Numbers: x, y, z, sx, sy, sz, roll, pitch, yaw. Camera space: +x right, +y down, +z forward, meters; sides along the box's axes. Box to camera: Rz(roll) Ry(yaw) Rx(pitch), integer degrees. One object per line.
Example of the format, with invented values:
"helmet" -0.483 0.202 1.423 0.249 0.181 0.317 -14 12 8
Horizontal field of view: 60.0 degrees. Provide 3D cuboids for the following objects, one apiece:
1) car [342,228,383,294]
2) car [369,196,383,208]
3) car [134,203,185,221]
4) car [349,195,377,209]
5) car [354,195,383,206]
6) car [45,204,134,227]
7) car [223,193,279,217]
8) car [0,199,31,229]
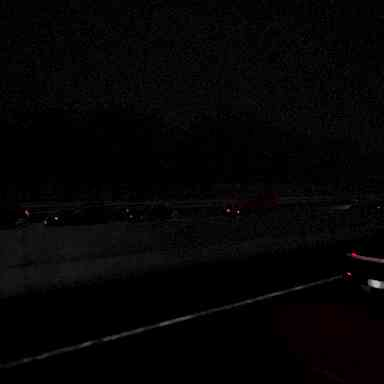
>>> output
"car" 5.391 1.489 7.583 4.902 1.511 2.128 0 0 -35
"car" 18.574 1.349 30.101 4.902 1.511 2.128 -1 0 -35
"car" -3.007 1.586 27.430 4.718 1.301 1.895 0 0 -37
"car" 18.029 1.319 34.007 5.008 1.535 1.882 -1 0 -35
"car" 25.565 1.205 47.929 4.892 1.490 1.837 -1 1 -35
"car" -6.493 1.491 20.733 4.902 1.511 2.128 0 0 -35
"car" 5.271 1.166 29.223 5.566 2.045 2.150 -1 0 -35
"car" -12.370 1.353 20.075 4.553 1.767 2.097 0 0 -38
